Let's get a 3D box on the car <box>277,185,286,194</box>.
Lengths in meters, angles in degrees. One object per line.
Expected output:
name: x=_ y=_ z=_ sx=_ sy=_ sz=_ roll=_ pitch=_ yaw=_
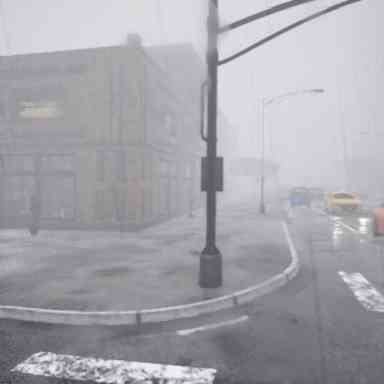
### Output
car: x=12.744 y=0.149 z=44.026 sx=1.947 sy=1.339 sz=4.313 roll=2 pitch=2 yaw=13

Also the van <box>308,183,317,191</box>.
van: x=30.802 y=-1.330 z=85.276 sx=1.690 sy=1.788 sz=3.998 roll=2 pitch=2 yaw=13

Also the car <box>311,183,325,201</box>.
car: x=13.943 y=0.152 z=37.600 sx=2.097 sy=1.767 sz=4.553 roll=1 pitch=2 yaw=13

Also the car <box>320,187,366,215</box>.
car: x=10.813 y=0.705 z=24.038 sx=1.882 sy=1.535 sz=5.008 roll=1 pitch=2 yaw=13

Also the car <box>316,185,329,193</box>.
car: x=27.128 y=-0.642 z=69.271 sx=1.752 sy=1.417 sz=4.829 roll=2 pitch=2 yaw=13

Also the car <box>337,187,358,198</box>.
car: x=22.185 y=0.038 z=47.701 sx=1.752 sy=1.417 sz=4.829 roll=2 pitch=2 yaw=13

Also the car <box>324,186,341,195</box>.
car: x=24.618 y=-0.277 z=58.321 sx=1.887 sy=1.381 sz=4.507 roll=2 pitch=2 yaw=13

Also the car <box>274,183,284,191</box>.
car: x=21.400 y=-1.291 z=81.761 sx=2.192 sy=1.841 sz=5.009 roll=2 pitch=2 yaw=13

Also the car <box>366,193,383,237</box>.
car: x=7.959 y=0.972 z=11.596 sx=2.097 sy=1.767 sz=4.553 roll=1 pitch=2 yaw=13

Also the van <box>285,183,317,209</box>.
van: x=9.041 y=0.435 z=27.842 sx=1.690 sy=1.788 sz=3.998 roll=2 pitch=2 yaw=13

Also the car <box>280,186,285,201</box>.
car: x=11.508 y=0.335 z=38.634 sx=1.802 sy=1.307 sz=4.206 roll=2 pitch=2 yaw=13

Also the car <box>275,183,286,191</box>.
car: x=15.221 y=-0.441 z=54.800 sx=2.192 sy=1.841 sz=5.009 roll=2 pitch=2 yaw=13

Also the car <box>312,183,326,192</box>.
car: x=28.330 y=-1.017 z=74.491 sx=2.192 sy=1.841 sz=5.009 roll=2 pitch=2 yaw=13

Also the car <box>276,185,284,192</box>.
car: x=20.122 y=-0.906 z=76.211 sx=1.752 sy=1.417 sz=4.829 roll=2 pitch=2 yaw=13
